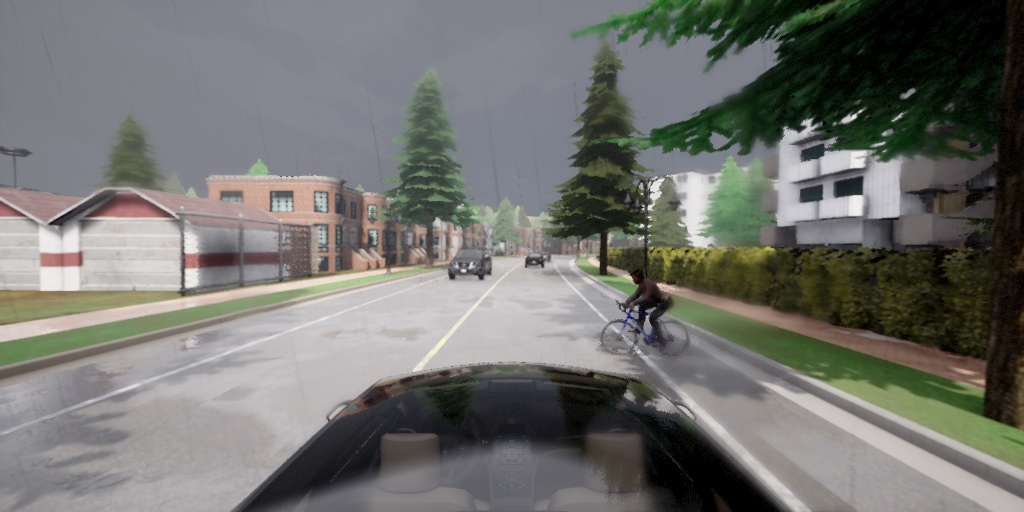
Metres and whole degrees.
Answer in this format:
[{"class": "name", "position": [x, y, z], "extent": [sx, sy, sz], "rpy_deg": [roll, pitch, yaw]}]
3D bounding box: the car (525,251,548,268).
[{"class": "car", "position": [2.417, 0.380, 37.122], "extent": [1.882, 1.535, 5.008], "rpy_deg": [1, 2, 7]}]

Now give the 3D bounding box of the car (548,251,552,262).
[{"class": "car", "position": [4.735, 0.044, 52.091], "extent": [2.128, 1.511, 4.902], "rpy_deg": [1, 1, 10]}]

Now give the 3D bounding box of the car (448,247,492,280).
[{"class": "car", "position": [-2.631, 0.454, 23.834], "extent": [2.150, 2.045, 5.566], "rpy_deg": [0, 1, 4]}]

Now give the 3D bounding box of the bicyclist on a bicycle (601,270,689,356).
[{"class": "bicyclist on a bicycle", "position": [2.490, 1.079, 6.693], "extent": [1.656, 1.620, 0.582], "rpy_deg": [0, 1, 1]}]
